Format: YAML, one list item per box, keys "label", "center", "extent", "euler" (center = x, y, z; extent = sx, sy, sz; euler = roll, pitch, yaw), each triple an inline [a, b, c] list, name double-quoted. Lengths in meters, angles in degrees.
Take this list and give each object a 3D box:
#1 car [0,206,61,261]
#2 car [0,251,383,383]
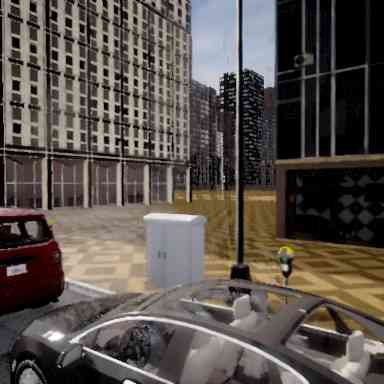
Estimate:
- label: "car"
  center: [-4.435, 1.174, 6.219]
  extent: [5.009, 1.841, 2.192]
  euler: [1, 1, 37]
- label: "car"
  center: [0.112, 1.483, 2.852]
  extent: [4.403, 1.369, 2.008]
  euler: [1, 1, 37]
